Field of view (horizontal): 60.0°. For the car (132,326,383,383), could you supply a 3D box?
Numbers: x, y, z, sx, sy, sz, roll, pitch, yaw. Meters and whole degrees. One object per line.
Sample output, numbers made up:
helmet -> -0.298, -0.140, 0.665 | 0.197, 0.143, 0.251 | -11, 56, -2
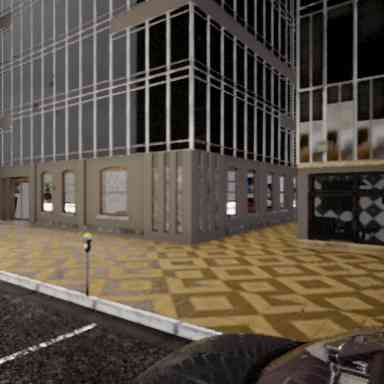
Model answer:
car -> 1.447, 1.551, 1.842 | 4.403, 1.369, 2.008 | 0, 0, 35
